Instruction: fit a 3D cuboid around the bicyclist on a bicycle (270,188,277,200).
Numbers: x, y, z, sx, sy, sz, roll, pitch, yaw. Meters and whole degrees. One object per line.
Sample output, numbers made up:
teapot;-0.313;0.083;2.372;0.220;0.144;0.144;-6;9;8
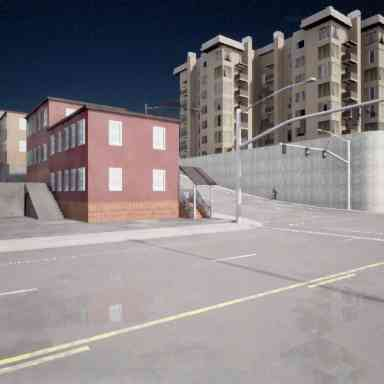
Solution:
bicyclist on a bicycle;11.200;0.301;45.389;1.656;1.620;0.582;0;6;-35
